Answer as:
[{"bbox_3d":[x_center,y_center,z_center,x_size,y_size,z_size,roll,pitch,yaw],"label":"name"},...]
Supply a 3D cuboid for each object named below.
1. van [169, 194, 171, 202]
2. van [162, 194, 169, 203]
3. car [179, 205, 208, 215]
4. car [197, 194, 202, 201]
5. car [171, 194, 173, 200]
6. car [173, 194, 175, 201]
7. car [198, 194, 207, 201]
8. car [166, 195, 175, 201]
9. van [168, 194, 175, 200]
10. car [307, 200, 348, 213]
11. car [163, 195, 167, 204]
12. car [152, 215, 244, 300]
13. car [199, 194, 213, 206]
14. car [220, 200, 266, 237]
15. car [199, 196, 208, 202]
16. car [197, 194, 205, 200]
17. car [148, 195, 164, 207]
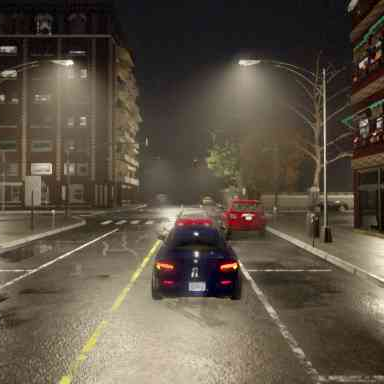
[{"bbox_3d":[-5.736,1.388,67.285,1.690,1.788,3.998,1,0,0],"label":"van"},{"bbox_3d":[-5.730,1.383,61.746,1.690,1.788,3.998,1,0,0],"label":"van"},{"bbox_3d":[0.084,1.609,17.990,1.895,1.301,4.718,0,0,0],"label":"car"},{"bbox_3d":[2.635,1.604,72.823,2.008,1.369,4.403,1,0,0],"label":"car"},{"bbox_3d":[-5.745,1.635,72.824,1.802,1.307,4.206,1,0,0],"label":"car"},{"bbox_3d":[-5.750,1.610,78.362,2.008,1.369,4.403,1,0,0],"label":"car"},{"bbox_3d":[2.628,1.381,83.900,2.192,1.841,5.009,1,0,0],"label":"car"},{"bbox_3d":[-5.761,1.624,89.439,2.008,1.369,4.403,1,0,0],"label":"car"},{"bbox_3d":[-5.762,1.421,94.978,1.690,1.788,3.998,1,0,0],"label":"van"},{"bbox_3d":[15.178,1.609,37.223,4.313,1.339,1.947,0,-1,0],"label":"car"},{"bbox_3d":[-5.730,1.619,56.207,1.802,1.307,4.206,1,0,0],"label":"car"},{"bbox_3d":[0.094,1.529,8.246,1.812,1.442,4.674,0,0,0],"label":"car"},{"bbox_3d":[2.651,1.562,56.379,1.752,1.417,4.829,1,0,0],"label":"car"},{"bbox_3d":[2.691,1.323,18.179,2.192,1.841,5.009,1,0,0],"label":"car"},{"bbox_3d":[2.629,1.625,78.362,1.947,1.339,4.313,1,0,0],"label":"car"},{"bbox_3d":[2.618,1.395,94.975,2.192,1.841,5.009,1,0,0],"label":"car"},{"bbox_3d":[-5.724,1.614,50.670,1.802,1.307,4.206,1,0,0],"label":"car"}]
